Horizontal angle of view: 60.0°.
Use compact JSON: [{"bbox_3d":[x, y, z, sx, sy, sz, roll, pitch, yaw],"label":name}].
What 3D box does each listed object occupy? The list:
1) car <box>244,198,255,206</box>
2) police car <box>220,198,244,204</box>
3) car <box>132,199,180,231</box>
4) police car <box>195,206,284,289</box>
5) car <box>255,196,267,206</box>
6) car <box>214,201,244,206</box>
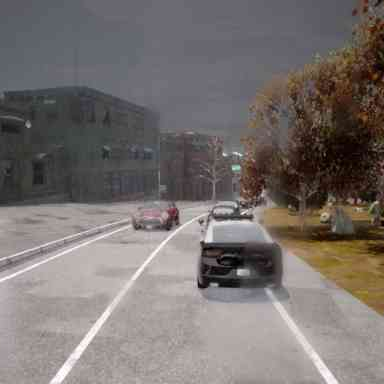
[{"bbox_3d":[6.744,1.488,44.505,1.895,1.301,4.718,2,0,20],"label":"car"},{"bbox_3d":[2.671,1.356,24.908,1.930,1.638,5.238,1,0,9],"label":"police car"},{"bbox_3d":[-2.028,1.259,19.943,2.097,1.767,4.553,1,0,7],"label":"car"},{"bbox_3d":[1.128,1.406,9.262,1.930,1.638,5.238,0,0,2],"label":"police car"},{"bbox_3d":[11.244,1.452,55.764,1.837,1.490,4.892,3,1,26],"label":"car"},{"bbox_3d":[1.840,1.478,18.964,1.812,1.442,4.674,1,0,6],"label":"car"}]
